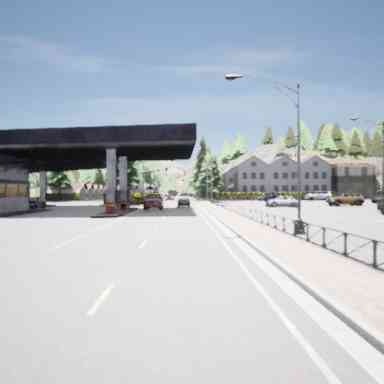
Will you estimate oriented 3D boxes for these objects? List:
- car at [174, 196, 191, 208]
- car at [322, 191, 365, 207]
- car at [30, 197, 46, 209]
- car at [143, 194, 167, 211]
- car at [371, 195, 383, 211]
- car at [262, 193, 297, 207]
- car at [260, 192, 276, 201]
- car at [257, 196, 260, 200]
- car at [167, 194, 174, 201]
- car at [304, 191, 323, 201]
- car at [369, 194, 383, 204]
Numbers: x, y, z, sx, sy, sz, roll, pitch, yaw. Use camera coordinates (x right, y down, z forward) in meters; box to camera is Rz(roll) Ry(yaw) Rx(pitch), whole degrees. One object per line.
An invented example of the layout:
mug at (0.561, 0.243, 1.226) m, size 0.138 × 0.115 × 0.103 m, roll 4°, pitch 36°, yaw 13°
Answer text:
car at (-1.172, 1.460, 48.568) m, size 2.128 × 1.511 × 4.902 m, roll 0°, pitch 0°, yaw -1°
car at (20.034, 0.936, 43.511) m, size 4.605 × 1.855 × 1.932 m, roll 0°, pitch 0°, yaw -2°
car at (-21.934, 1.582, 45.974) m, size 2.242 × 1.667 × 4.611 m, roll 0°, pitch 0°, yaw -2°
car at (-4.650, 1.217, 40.526) m, size 2.150 × 2.045 × 5.566 m, roll 0°, pitch 0°, yaw -1°
car at (19.732, 1.149, 31.038) m, size 4.514 × 1.523 × 2.007 m, roll 0°, pitch 0°, yaw -2°
car at (11.563, 1.253, 43.196) m, size 3.806 × 1.475 × 1.970 m, roll 0°, pitch 0°, yaw -2°
car at (12.063, 0.964, 46.538) m, size 3.866 × 1.878 × 1.905 m, roll 0°, pitch 0°, yaw -2°
car at (15.843, 1.008, 69.288) m, size 4.553 × 1.767 × 2.097 m, roll 0°, pitch 0°, yaw -2°
car at (-5.786, 1.323, 86.478) m, size 2.097 × 1.767 × 4.553 m, roll 0°, pitch 0°, yaw -2°
car at (26.328, 0.812, 69.602) m, size 5.566 × 2.045 × 2.150 m, roll 0°, pitch 0°, yaw -2°
car at (29.814, 1.069, 50.776) m, size 4.514 × 1.523 × 2.007 m, roll 0°, pitch 0°, yaw -2°
